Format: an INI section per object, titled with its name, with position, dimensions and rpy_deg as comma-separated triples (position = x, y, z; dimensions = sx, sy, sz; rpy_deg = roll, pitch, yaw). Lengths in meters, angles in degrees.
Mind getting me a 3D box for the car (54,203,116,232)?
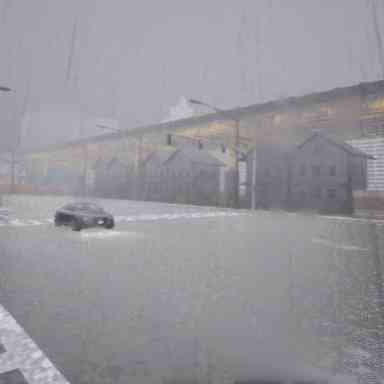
[car]
position = -5.859, 1.275, 18.002
dimensions = 1.994, 1.385, 4.181
rpy_deg = 1, 1, -42
